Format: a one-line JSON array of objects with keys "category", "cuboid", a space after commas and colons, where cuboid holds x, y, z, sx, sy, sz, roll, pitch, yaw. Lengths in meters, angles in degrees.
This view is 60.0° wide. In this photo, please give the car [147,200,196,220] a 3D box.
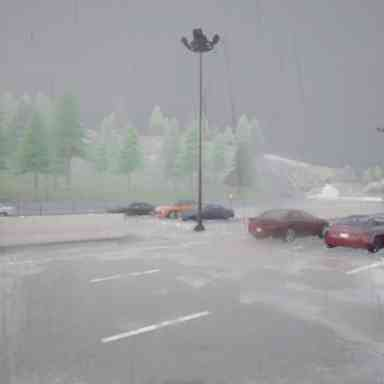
[{"category": "car", "cuboid": [-1.272, 1.491, 29.826, 4.553, 1.767, 2.097, 0, 0, -40]}]

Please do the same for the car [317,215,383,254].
[{"category": "car", "cuboid": [7.451, 1.670, 14.183, 4.181, 1.385, 1.994, 1, 0, -40]}]

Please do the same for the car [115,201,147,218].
[{"category": "car", "cuboid": [-5.498, 1.632, 30.868, 4.892, 1.490, 1.837, 1, -1, -39]}]

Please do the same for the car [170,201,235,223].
[{"category": "car", "cuboid": [1.187, 1.688, 27.312, 5.357, 1.411, 2.033, 1, 0, -40]}]

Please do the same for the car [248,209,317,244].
[{"category": "car", "cuboid": [4.941, 1.583, 16.632, 5.008, 1.535, 1.882, 1, 0, -40]}]
